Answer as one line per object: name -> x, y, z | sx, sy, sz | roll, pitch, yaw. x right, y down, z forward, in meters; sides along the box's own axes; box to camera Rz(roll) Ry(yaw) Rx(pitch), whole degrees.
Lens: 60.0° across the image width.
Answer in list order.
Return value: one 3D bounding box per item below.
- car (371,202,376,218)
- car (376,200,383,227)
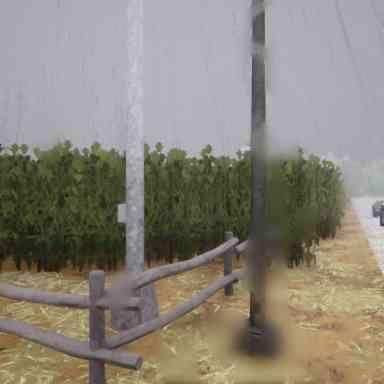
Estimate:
car -> 17.197, 1.506, 29.670 | 1.837, 1.490, 4.892 | 0, 0, 25
car -> 12.575, 1.222, 19.785 | 2.150, 2.045, 5.566 | 0, 0, 25
